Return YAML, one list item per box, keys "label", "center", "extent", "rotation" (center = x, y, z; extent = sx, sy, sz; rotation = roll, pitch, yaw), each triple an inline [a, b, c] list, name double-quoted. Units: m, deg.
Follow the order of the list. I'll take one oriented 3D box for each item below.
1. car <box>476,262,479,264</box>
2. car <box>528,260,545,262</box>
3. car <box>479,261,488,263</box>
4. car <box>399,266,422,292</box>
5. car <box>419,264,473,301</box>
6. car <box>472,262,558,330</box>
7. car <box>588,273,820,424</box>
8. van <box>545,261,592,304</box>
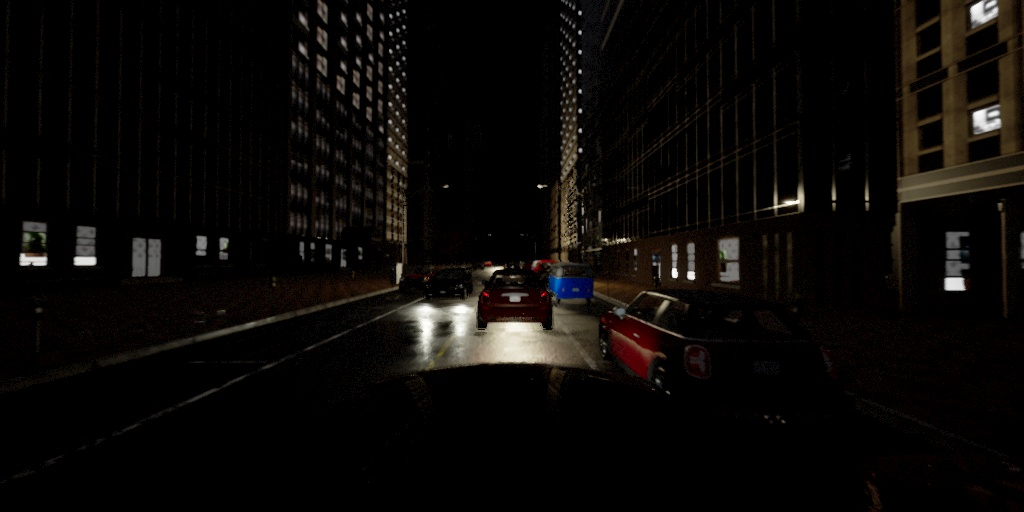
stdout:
- label: "car"
  center: [-5.681, 1.650, 45.193]
  extent: [2.007, 1.370, 4.403]
  rotation: [0, 0, 0]
- label: "car"
  center: [2.696, 1.281, 28.291]
  extent: [2.192, 1.841, 5.009]
  rotation: [0, 0, 0]
- label: "car"
  center: [-5.678, 1.783, 62.121]
  extent: [2.007, 1.370, 4.403]
  rotation: [0, 0, 0]
- label: "car"
  center: [-5.685, 1.361, 22.623]
  extent: [1.967, 1.591, 4.097]
  rotation: [0, 0, 0]
- label: "car"
  center: [-3.094, 1.365, 18.547]
  extent: [1.882, 1.535, 5.008]
  rotation: [0, 0, 0]
- label: "car"
  center: [0.057, 1.183, 11.668]
  extent: [2.097, 1.767, 4.553]
  rotation: [0, -1, -1]
- label: "car"
  center: [2.692, 1.223, 5.726]
  extent: [1.967, 1.591, 4.097]
  rotation: [0, 0, 0]
- label: "van"
  center: [2.694, 1.216, 17.008]
  extent: [1.690, 1.789, 3.998]
  rotation: [0, 0, 0]
